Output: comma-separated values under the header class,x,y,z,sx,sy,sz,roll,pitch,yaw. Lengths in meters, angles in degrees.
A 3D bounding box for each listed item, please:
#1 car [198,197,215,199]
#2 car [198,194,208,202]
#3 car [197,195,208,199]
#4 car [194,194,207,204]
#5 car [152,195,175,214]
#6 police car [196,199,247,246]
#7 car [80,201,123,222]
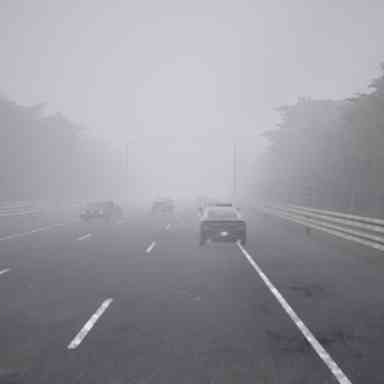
class,x,y,z,sx,sy,sz,roll,pitch,yaw
car,1.480,1.342,24.728,1.812,1.442,4.674,0,0,2
car,2.192,1.045,64.598,1.812,1.442,4.674,0,0,4
car,1.660,1.298,30.679,1.812,1.442,4.674,0,0,2
car,1.434,1.127,50.619,1.837,1.490,4.892,0,0,3
car,-2.756,1.281,32.208,1.812,1.442,4.674,0,0,2
police car,1.247,1.314,14.916,1.930,1.638,5.238,0,0,1
car,-6.558,1.355,24.626,2.033,1.411,5.357,0,0,2
